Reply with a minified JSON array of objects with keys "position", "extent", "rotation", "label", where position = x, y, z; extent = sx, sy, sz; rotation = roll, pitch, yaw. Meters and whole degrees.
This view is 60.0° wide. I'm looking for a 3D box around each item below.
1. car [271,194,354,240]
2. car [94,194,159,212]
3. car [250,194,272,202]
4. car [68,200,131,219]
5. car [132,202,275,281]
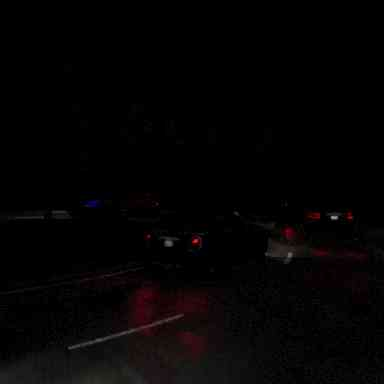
[{"position":[6.011,1.192,16.957],"extent":[2.150,2.045,5.566],"rotation":[1,0,-2],"label":"car"},{"position":[-5.865,1.192,31.274],"extent":[5.566,2.045,2.150],"rotation":[0,-1,11],"label":"car"},{"position":[6.164,1.178,26.975],"extent":[2.150,2.045,5.566],"rotation":[0,-1,-32],"label":"car"},{"position":[-7.897,1.580,28.007],"extent":[4.718,1.301,1.895],"rotation":[0,0,6],"label":"car"},{"position":[0.626,1.339,10.226],"extent":[2.097,1.767,4.553],"rotation":[0,0,35],"label":"car"}]
